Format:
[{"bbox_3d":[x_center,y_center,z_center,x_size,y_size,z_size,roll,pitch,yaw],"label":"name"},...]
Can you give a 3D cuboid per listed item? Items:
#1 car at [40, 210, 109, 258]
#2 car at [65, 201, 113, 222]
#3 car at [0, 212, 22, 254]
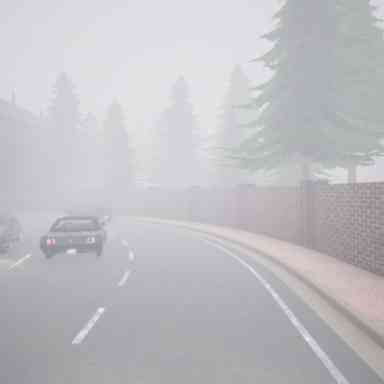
[{"bbox_3d":[-4.299,1.571,12.679,1.895,1.301,4.718,0,0,-13],"label":"car"},{"bbox_3d":[-7.683,1.450,24.323,4.892,1.490,1.837,1,0,42],"label":"car"},{"bbox_3d":[-8.014,1.516,13.266,2.033,1.411,5.357,0,0,-20],"label":"car"}]
